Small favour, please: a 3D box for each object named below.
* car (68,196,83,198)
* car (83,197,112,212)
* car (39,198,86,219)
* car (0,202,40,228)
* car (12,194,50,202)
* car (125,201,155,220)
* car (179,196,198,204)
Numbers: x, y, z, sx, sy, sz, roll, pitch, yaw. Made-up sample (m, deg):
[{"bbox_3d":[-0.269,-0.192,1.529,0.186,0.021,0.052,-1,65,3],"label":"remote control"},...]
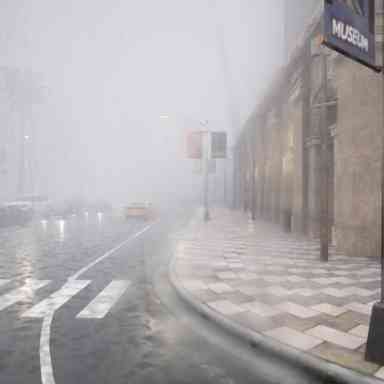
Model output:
[{"bbox_3d":[-14.413,1.352,40.700,2.097,1.767,4.553,0,0,2],"label":"car"},{"bbox_3d":[-10.962,1.525,39.393,1.812,1.442,4.674,0,0,2],"label":"car"},{"bbox_3d":[-11.362,1.525,29.512,1.812,1.442,4.674,0,0,2],"label":"car"},{"bbox_3d":[-11.679,1.547,20.089,2.033,1.411,5.357,0,0,2],"label":"car"},{"bbox_3d":[-14.836,1.221,30.384,2.150,2.045,5.566,0,0,2],"label":"car"},{"bbox_3d":[-4.305,1.504,28.240,1.882,1.535,5.008,0,0,2],"label":"car"},{"bbox_3d":[-0.611,1.504,62.565,1.882,1.535,5.008,-3,-2,31],"label":"car"}]
